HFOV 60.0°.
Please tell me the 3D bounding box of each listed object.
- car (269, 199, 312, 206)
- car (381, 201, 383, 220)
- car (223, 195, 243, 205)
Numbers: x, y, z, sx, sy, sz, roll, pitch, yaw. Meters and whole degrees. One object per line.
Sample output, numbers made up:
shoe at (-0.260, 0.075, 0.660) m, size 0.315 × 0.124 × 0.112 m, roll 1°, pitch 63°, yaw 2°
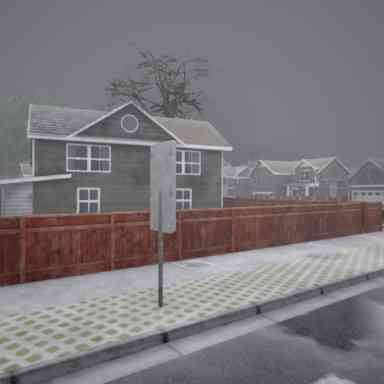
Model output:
car at (9.763, 1.448, 34.276) m, size 1.994 × 1.385 × 4.181 m, roll 0°, pitch 0°, yaw -25°
car at (14.082, 1.444, 24.113) m, size 1.837 × 1.490 × 4.892 m, roll 0°, pitch 0°, yaw -21°
car at (5.148, 1.187, 44.067) m, size 2.097 × 1.767 × 4.553 m, roll 0°, pitch 0°, yaw -27°
